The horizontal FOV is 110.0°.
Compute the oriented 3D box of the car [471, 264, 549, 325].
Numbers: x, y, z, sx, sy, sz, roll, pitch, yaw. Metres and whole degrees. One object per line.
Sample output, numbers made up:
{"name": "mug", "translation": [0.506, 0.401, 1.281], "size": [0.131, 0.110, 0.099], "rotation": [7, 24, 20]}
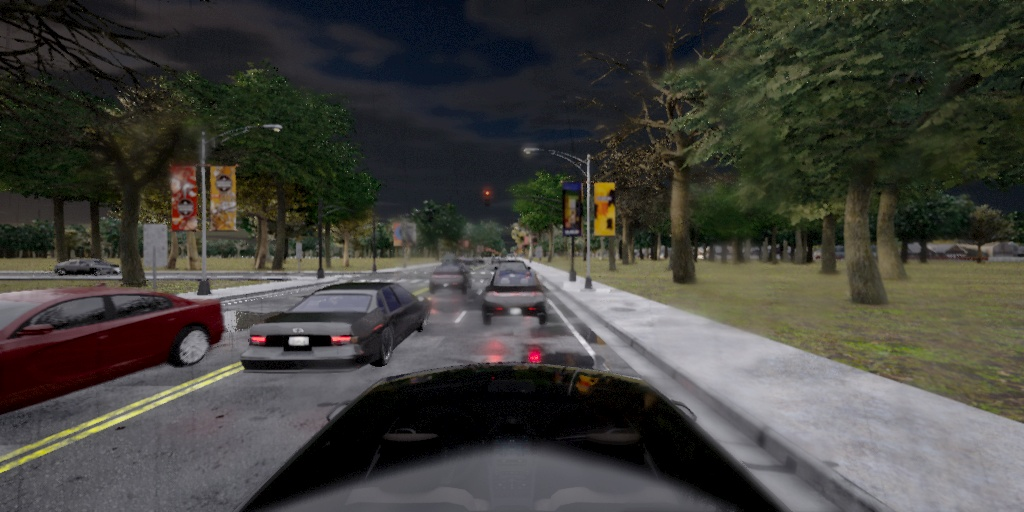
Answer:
{"name": "car", "translation": [0.089, 1.188, 11.513], "size": [2.128, 1.511, 4.902], "rotation": [0, 0, 0]}

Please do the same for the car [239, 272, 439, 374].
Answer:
{"name": "car", "translation": [-3.140, 1.264, 7.704], "size": [2.033, 1.411, 5.357], "rotation": [0, 0, -1]}

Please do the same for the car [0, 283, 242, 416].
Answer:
{"name": "car", "translation": [-6.598, 1.210, 4.949], "size": [1.882, 1.535, 5.008], "rotation": [0, 0, 0]}

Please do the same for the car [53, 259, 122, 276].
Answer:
{"name": "car", "translation": [-36.375, 1.047, 30.975], "size": [4.902, 1.511, 2.128], "rotation": [0, 0, 0]}

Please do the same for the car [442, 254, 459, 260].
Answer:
{"name": "car", "translation": [-9.897, 0.688, 57.657], "size": [2.150, 2.045, 5.566], "rotation": [0, 0, 0]}

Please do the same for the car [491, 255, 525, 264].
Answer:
{"name": "car", "translation": [0.038, 1.000, 20.487], "size": [2.097, 1.767, 4.553], "rotation": [0, 0, 0]}

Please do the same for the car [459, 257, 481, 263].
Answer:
{"name": "car", "translation": [-6.649, 1.012, 57.122], "size": [2.033, 1.411, 5.357], "rotation": [0, 0, 0]}

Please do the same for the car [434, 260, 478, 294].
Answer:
{"name": "car", "translation": [-3.162, 1.147, 19.151], "size": [2.128, 1.511, 4.902], "rotation": [0, 0, -2]}
